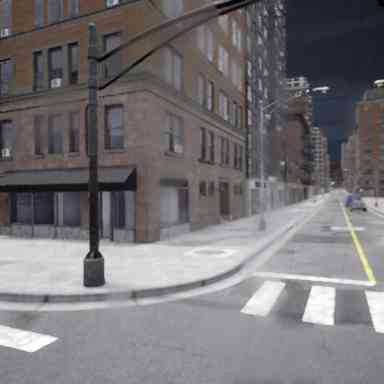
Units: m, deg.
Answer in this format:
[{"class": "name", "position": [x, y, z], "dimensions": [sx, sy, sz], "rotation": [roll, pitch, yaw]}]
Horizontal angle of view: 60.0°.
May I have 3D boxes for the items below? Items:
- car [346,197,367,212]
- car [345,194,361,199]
[{"class": "car", "position": [20.310, 1.676, 40.708], "dimensions": [2.033, 1.411, 5.357], "rotation": [-1, 0, 24]}, {"class": "car", "position": [24.441, 1.347, 50.257], "dimensions": [2.150, 2.045, 5.566], "rotation": [-1, 0, 24]}]
